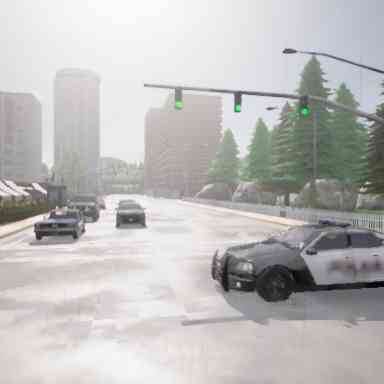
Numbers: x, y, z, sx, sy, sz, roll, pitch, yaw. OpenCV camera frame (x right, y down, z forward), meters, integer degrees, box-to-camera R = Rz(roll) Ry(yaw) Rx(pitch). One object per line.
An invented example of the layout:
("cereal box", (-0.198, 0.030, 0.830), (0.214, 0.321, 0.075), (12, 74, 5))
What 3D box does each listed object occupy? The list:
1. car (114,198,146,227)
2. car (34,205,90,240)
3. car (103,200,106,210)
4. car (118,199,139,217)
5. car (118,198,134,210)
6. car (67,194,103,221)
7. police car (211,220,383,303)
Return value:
("car", (-4.264, 1.449, 22.964), (1.882, 1.535, 5.008), (0, 0, -12))
("car", (-6.587, 1.576, 17.021), (1.895, 1.301, 4.718), (0, 0, -12))
("car", (-11.820, 1.470, 41.737), (1.812, 1.442, 4.674), (0, 1, -12))
("car", (-6.164, 1.465, 31.913), (1.837, 1.490, 4.892), (0, 0, -12))
("car", (-8.702, 1.507, 43.917), (1.994, 1.385, 4.181), (0, 0, -12))
("car", (-8.665, 1.181, 26.820), (2.150, 2.045, 5.566), (0, 1, -12))
("police car", (3.009, 1.504, 7.906), (4.974, 1.542, 2.038), (0, 0, -11))
